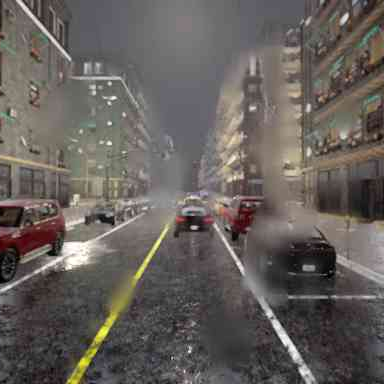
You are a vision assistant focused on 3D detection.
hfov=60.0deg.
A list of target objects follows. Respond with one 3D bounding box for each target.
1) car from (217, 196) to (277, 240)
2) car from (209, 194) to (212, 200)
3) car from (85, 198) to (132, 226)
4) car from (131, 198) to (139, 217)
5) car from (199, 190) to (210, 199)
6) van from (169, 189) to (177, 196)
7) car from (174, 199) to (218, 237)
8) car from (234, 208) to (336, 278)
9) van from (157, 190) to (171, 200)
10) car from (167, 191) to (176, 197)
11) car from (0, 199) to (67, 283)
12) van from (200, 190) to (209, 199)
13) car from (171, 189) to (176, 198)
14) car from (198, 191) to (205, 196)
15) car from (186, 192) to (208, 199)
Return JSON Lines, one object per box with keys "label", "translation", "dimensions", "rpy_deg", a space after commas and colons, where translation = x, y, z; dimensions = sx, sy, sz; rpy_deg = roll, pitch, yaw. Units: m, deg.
{"label": "car", "translation": [2.598, 1.094, 15.179], "dimensions": [2.192, 1.841, 5.009], "rpy_deg": [2, 1, 0]}
{"label": "car", "translation": [2.595, 1.145, 26.681], "dimensions": [1.752, 1.417, 4.829], "rpy_deg": [2, 1, 0]}
{"label": "car", "translation": [-5.287, 1.267, 20.855], "dimensions": [1.947, 1.339, 4.313], "rpy_deg": [2, 1, 0]}
{"label": "car", "translation": [-5.285, 1.174, 26.519], "dimensions": [2.008, 1.369, 4.403], "rpy_deg": [2, 1, 0]}
{"label": "car", "translation": [2.602, 0.755, 58.992], "dimensions": [1.887, 1.381, 4.507], "rpy_deg": [1, 1, 0]}
{"label": "van", "translation": [-5.265, 0.183, 92.294], "dimensions": [1.690, 1.788, 3.998], "rpy_deg": [2, 1, 0]}
{"label": "car", "translation": [0.106, 1.290, 16.255], "dimensions": [1.812, 1.442, 4.674], "rpy_deg": [0, 1, 0]}
{"label": "car", "translation": [2.590, 1.411, 9.519], "dimensions": [2.008, 1.369, 4.403], "rpy_deg": [2, 1, 0]}
{"label": "van", "translation": [-5.271, 0.551, 59.086], "dimensions": [1.690, 1.788, 3.998], "rpy_deg": [2, 1, 0]}
{"label": "car", "translation": [-5.272, 0.464, 86.764], "dimensions": [1.947, 1.339, 4.313], "rpy_deg": [2, 1, 0]}
{"label": "car", "translation": [-5.282, 1.177, 9.523], "dimensions": [2.192, 1.841, 5.009], "rpy_deg": [2, 1, 0]}
{"label": "van", "translation": [2.610, 0.421, 70.061], "dimensions": [1.690, 1.788, 3.998], "rpy_deg": [1, 1, 0]}
{"label": "car", "translation": [-5.274, 0.568, 75.691], "dimensions": [2.008, 1.369, 4.403], "rpy_deg": [2, 1, 0]}
{"label": "car", "translation": [2.609, 0.407, 92.207], "dimensions": [1.947, 1.339, 4.313], "rpy_deg": [1, 1, 0]}
{"label": "car", "translation": [0.108, 1.076, 26.715], "dimensions": [1.801, 1.575, 5.366], "rpy_deg": [0, 1, 0]}
